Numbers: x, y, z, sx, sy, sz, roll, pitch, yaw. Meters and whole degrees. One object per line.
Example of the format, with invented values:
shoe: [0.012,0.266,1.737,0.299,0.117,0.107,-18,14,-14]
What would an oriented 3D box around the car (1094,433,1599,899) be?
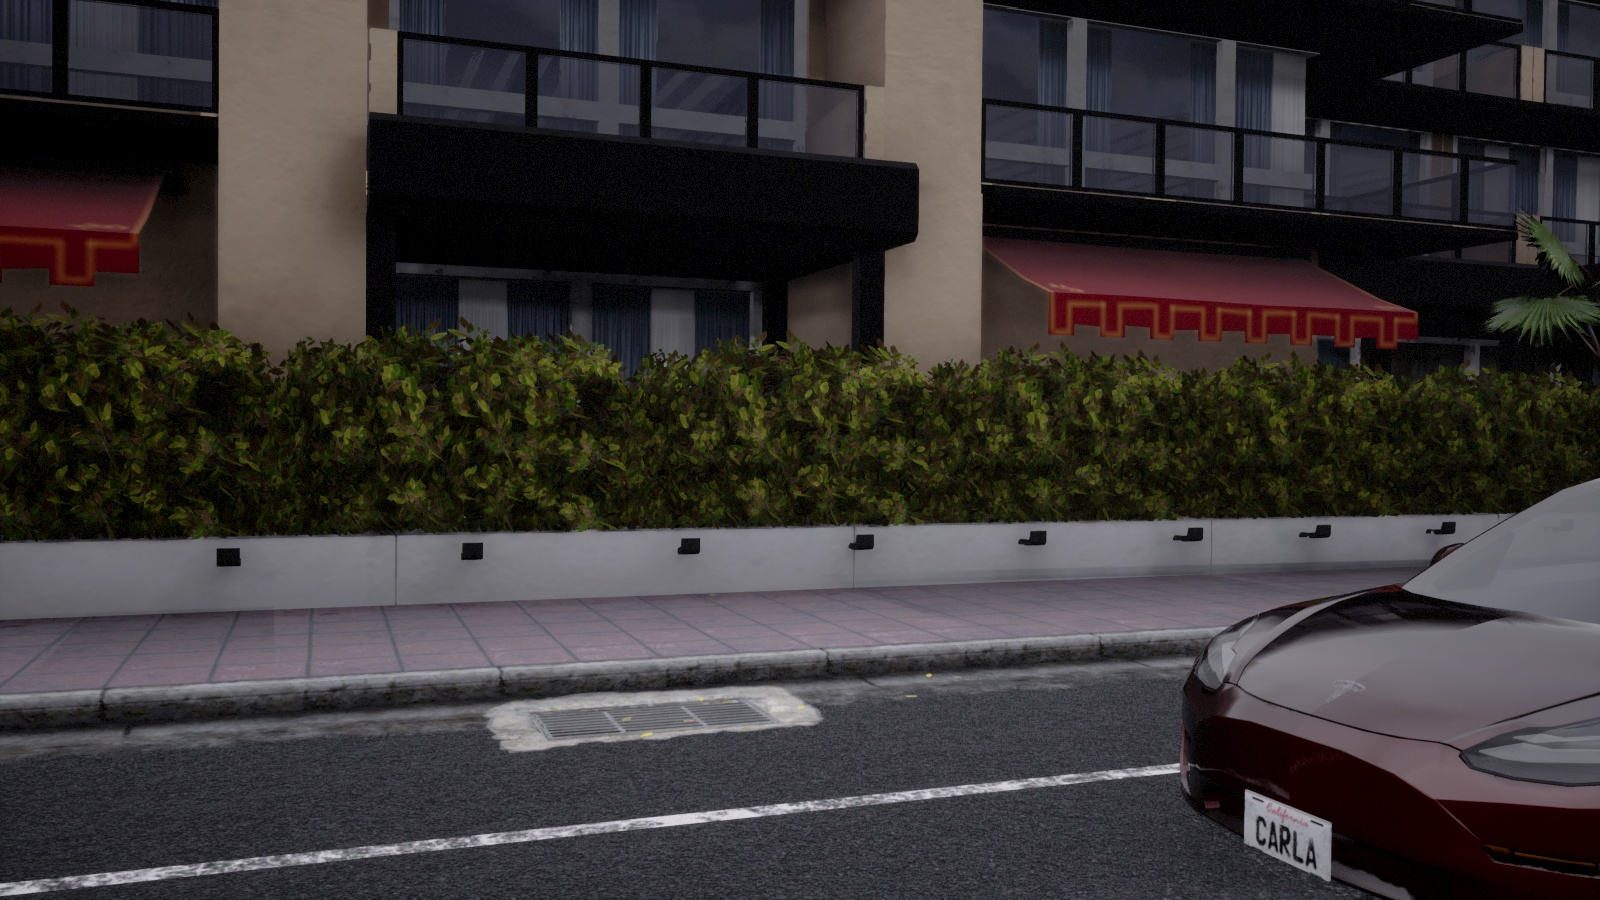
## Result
car: [3.760,0.681,4.671,4.792,1.488,2.163,-1,1,-21]
